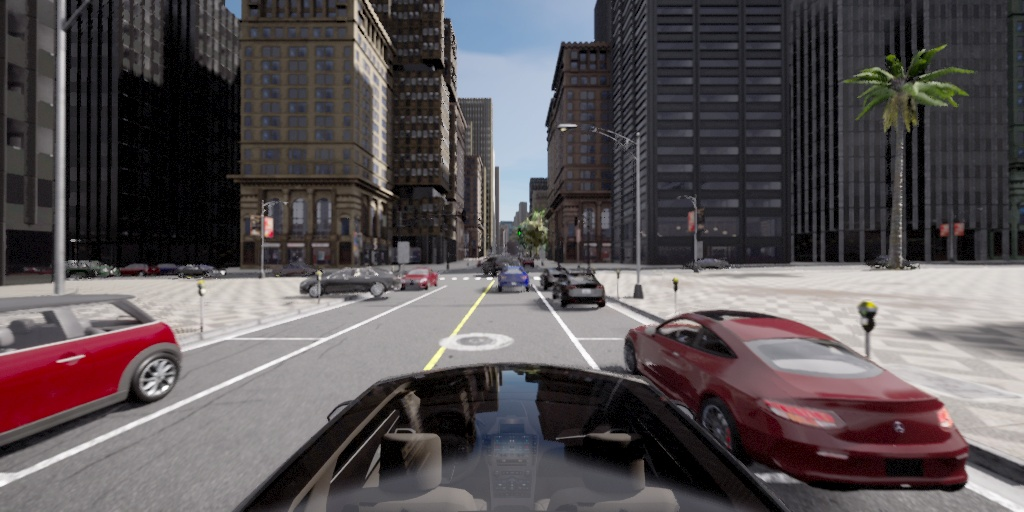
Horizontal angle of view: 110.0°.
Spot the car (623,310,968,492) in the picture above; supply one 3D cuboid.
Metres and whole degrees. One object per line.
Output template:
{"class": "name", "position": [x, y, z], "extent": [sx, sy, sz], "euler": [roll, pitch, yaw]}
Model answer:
{"class": "car", "position": [2.763, 1.343, 4.596], "extent": [1.802, 1.307, 4.207], "euler": [0, 0, 0]}

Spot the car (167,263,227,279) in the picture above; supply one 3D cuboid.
{"class": "car", "position": [-33.927, 1.700, 39.118], "extent": [4.902, 1.511, 2.128], "euler": [-1, 0, 0]}

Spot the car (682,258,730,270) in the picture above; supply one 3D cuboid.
{"class": "car", "position": [24.632, 1.019, 45.647], "extent": [5.357, 1.411, 2.033], "euler": [-1, 0, 0]}

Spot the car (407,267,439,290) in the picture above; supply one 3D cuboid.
{"class": "car", "position": [-5.764, 1.388, 22.769], "extent": [1.802, 1.307, 4.207], "euler": [0, 0, 0]}

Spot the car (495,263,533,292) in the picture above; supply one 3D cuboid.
{"class": "car", "position": [0.101, 1.330, 21.991], "extent": [1.812, 1.442, 4.674], "euler": [0, 0, 0]}

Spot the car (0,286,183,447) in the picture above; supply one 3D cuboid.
{"class": "car", "position": [-5.762, 1.196, 3.439], "extent": [1.967, 1.591, 4.097], "euler": [0, 0, 0]}

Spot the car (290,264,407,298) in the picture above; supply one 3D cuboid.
{"class": "car", "position": [-7.492, 1.183, 16.851], "extent": [4.403, 1.370, 2.007], "euler": [0, 0, -9]}

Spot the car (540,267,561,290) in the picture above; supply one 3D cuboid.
{"class": "car", "position": [2.762, 1.372, 22.765], "extent": [1.948, 1.339, 4.313], "euler": [0, 0, 0]}

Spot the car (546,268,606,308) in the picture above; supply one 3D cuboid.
{"class": "car", "position": [2.762, 1.358, 15.399], "extent": [1.948, 1.339, 4.313], "euler": [0, 0, 0]}

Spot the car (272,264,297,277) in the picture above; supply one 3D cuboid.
{"class": "car", "position": [-25.243, 1.676, 42.337], "extent": [5.357, 1.411, 2.033], "euler": [-1, 0, 0]}

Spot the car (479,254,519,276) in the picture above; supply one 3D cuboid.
{"class": "car", "position": [-1.516, 1.022, 37.896], "extent": [2.150, 2.045, 5.566], "euler": [0, 0, -19]}
